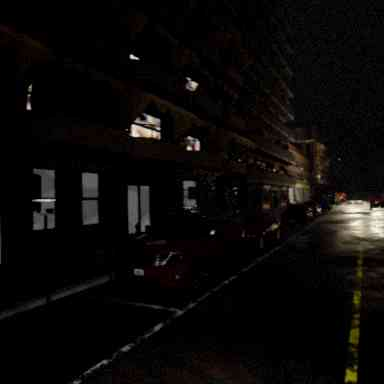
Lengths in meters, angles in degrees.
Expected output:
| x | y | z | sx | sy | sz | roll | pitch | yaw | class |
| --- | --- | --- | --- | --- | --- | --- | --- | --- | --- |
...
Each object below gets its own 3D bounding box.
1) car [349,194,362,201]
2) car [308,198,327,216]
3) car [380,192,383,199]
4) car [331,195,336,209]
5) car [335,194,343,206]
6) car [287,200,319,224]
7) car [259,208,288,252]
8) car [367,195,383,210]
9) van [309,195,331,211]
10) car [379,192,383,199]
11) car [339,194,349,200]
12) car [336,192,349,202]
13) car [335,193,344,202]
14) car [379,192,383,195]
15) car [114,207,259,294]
| x | y | z | sx | sy | sz | roll | pitch | yaw | class |
| --- | --- | --- | --- | --- | --- | --- | --- | --- | --- |
| 33.402 | 1.123 | 67.752 | 1.994 | 1.385 | 4.181 | -2 | -1 | 28 | car |
| 10.303 | 1.489 | 29.205 | 2.008 | 1.369 | 4.403 | -1 | 0 | 28 | car |
| 43.538 | 0.828 | 74.880 | 1.752 | 1.417 | 4.829 | -1 | 0 | 28 | car |
| 15.371 | 1.392 | 38.933 | 1.752 | 1.417 | 4.829 | -1 | 0 | 28 | car |
| 20.595 | 1.343 | 48.962 | 2.008 | 1.369 | 4.403 | -1 | 0 | 28 | car |
| 7.731 | 1.541 | 24.265 | 1.947 | 1.339 | 4.313 | -1 | 0 | 28 | car |
| 2.585 | 1.594 | 14.386 | 1.887 | 1.381 | 4.507 | -1 | 0 | 28 | car |
| 20.590 | 1.279 | 36.619 | 1.895 | 1.301 | 4.718 | -2 | -1 | 28 | car |
| 12.873 | 1.243 | 34.145 | 1.690 | 1.788 | 3.998 | -1 | 0 | 28 | van |
| 46.033 | 0.814 | 79.669 | 1.887 | 1.381 | 4.507 | -1 | 0 | 28 | car |
| 36.033 | 1.122 | 78.601 | 1.887 | 1.381 | 4.507 | -1 | 0 | 28 | car |
| 28.310 | 0.999 | 63.783 | 2.192 | 1.841 | 5.009 | -1 | 0 | 28 | car |
| 23.089 | 1.282 | 53.752 | 1.752 | 1.417 | 4.829 | -1 | 0 | 28 | car |
| 25.151 | 1.091 | 45.427 | 1.882 | 1.535 | 5.008 | -2 | -1 | 28 | car |
| 0.008 | 1.402 | 9.446 | 2.192 | 1.841 | 5.009 | -1 | 0 | 28 | car |
